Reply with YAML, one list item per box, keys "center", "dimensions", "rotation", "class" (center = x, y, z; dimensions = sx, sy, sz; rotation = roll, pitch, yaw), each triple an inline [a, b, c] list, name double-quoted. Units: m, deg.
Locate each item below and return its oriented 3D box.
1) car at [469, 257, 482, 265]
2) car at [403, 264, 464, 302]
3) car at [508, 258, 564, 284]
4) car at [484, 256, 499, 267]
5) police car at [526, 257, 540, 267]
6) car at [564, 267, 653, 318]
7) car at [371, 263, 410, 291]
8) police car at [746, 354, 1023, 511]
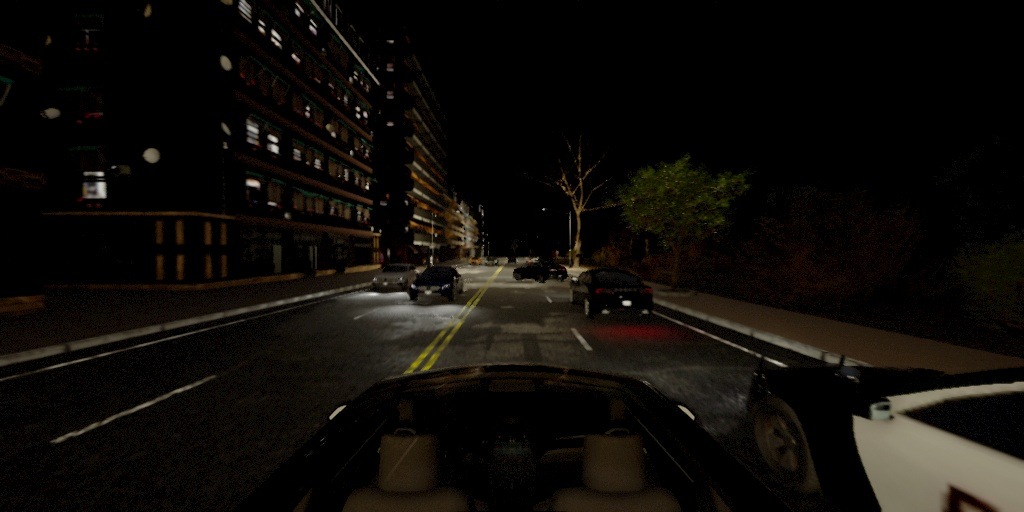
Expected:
- center: [-6.504, 0.866, 63.815]
  dimensions: [1.882, 1.535, 5.008]
  rotation: [0, 0, 0]
  class: "car"
- center: [-3.341, 1.188, 16.617]
  dimensions: [1.812, 1.442, 4.674]
  rotation: [0, 0, 0]
  class: "car"
- center: [1.897, 1.101, 25.560]
  dimensions: [2.128, 1.511, 4.902]
  rotation: [0, 0, -31]
  class: "car"
- center: [-3.277, 0.769, 58.119]
  dimensions: [2.097, 1.767, 4.553]
  rotation: [0, 0, 1]
  class: "car"
- center: [3.260, 0.931, 56.635]
  dimensions: [2.038, 1.542, 4.974]
  rotation: [0, 0, 0]
  class: "police car"
- center: [3.253, 1.164, 12.633]
  dimensions: [1.882, 1.535, 5.008]
  rotation: [0, 0, 0]
  class: "car"
- center: [-6.587, 1.162, 21.004]
  dimensions: [1.812, 1.442, 4.674]
  rotation: [0, 0, 0]
  class: "car"
- center: [3.251, 1.256, 1.633]
  dimensions: [2.038, 1.542, 4.974]
  rotation: [0, 0, 0]
  class: "police car"
